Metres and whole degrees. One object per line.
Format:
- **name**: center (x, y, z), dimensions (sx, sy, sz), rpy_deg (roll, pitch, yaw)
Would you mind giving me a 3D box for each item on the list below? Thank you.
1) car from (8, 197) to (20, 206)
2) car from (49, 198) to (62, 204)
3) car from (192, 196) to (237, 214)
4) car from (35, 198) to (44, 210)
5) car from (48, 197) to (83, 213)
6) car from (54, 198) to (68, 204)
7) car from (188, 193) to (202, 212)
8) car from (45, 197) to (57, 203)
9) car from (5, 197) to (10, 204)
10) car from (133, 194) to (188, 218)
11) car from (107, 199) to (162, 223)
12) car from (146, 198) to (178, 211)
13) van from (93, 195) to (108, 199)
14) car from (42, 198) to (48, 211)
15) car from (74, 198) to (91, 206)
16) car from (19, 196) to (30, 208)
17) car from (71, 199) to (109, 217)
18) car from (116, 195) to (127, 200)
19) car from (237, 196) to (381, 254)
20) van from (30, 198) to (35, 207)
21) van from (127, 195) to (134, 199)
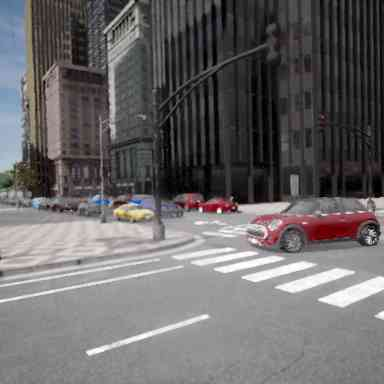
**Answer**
- **car**: center (-39.500, 2.344, 74.934), dimensions (1.887, 1.381, 4.507), rpy_deg (-3, 1, -35)
- **car**: center (-32.955, 2.090, 80.437), dimensions (1.947, 1.339, 4.313), rpy_deg (-3, 1, -35)
- **car**: center (2.325, 1.260, 30.681), dimensions (1.887, 1.381, 4.507), rpy_deg (-3, 1, -35)
- **car**: center (-21.592, 1.835, 49.669), dimensions (1.967, 1.590, 4.097), rpy_deg (-3, 1, -35)
- **car**: center (-15.946, 1.579, 41.696), dimensions (2.192, 1.841, 5.009), rpy_deg (-3, 1, -35)
- **car**: center (-29.945, 2.025, 76.192), dimensions (1.947, 1.339, 4.313), rpy_deg (-3, 1, -35)
- **car**: center (-0.623, 1.100, 34.831), dimensions (2.192, 1.841, 5.009), rpy_deg (-3, 1, -35)
- **car**: center (-35.964, 2.140, 84.680), dimensions (2.008, 1.369, 4.403), rpy_deg (-3, 1, -35)
- **car**: center (-42.608, 2.448, 79.321), dimensions (1.802, 1.307, 4.206), rpy_deg (-3, 1, -35)
- **car**: center (-2.702, 1.268, 27.646), dimensions (2.097, 1.767, 4.553), rpy_deg (-2, 1, -35)
- **car**: center (-4.534, 1.522, 25.619), dimensions (1.752, 1.417, 4.829), rpy_deg (-3, 1, -35)
- **car**: center (-3.549, 1.435, 38.988), dimensions (1.802, 1.307, 4.206), rpy_deg (-3, 1, -35)
- **van**: center (-15.310, 1.467, 55.597), dimensions (1.690, 1.788, 3.998), rpy_deg (-3, 1, -35)
- **car**: center (-18.762, 1.874, 45.686), dimensions (1.887, 1.381, 4.507), rpy_deg (-3, 1, -35)
- **car**: center (-20.918, 1.837, 63.462), dimensions (1.802, 1.307, 4.206), rpy_deg (-3, 1, -35)
- **car**: center (-30.173, 2.032, 61.772), dimensions (1.967, 1.590, 4.097), rpy_deg (-3, 1, -35)
- **car**: center (-10.283, 1.683, 33.729), dimensions (2.008, 1.369, 4.403), rpy_deg (-3, 1, -35)
- **car**: center (-9.436, 1.306, 47.290), dimensions (2.192, 1.841, 5.009), rpy_deg (-3, 1, -35)
- **car**: center (4.271, 1.013, 11.923), dimensions (4.553, 1.767, 2.097), rpy_deg (-2, 0, -16)
- **van**: center (-24.422, 1.801, 53.654), dimensions (1.690, 1.788, 3.998), rpy_deg (-3, 1, -35)
- **van**: center (-6.497, 1.263, 43.138), dimensions (1.690, 1.788, 3.998), rpy_deg (-3, 1, -35)
